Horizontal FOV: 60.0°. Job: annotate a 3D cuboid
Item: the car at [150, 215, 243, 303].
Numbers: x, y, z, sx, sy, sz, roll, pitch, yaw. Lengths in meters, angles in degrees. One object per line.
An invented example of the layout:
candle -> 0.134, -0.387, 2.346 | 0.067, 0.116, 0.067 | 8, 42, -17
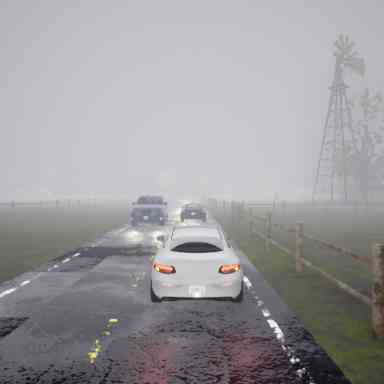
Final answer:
car -> 0.095, 1.525, 8.079 | 1.812, 1.442, 4.674 | 0, 0, 0

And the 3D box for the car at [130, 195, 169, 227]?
car -> -2.843, 1.217, 23.281 | 2.150, 2.045, 5.566 | 0, 0, 0

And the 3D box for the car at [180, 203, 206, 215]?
car -> 0.099, 1.559, 26.384 | 1.994, 1.385, 4.181 | 0, 0, 0
